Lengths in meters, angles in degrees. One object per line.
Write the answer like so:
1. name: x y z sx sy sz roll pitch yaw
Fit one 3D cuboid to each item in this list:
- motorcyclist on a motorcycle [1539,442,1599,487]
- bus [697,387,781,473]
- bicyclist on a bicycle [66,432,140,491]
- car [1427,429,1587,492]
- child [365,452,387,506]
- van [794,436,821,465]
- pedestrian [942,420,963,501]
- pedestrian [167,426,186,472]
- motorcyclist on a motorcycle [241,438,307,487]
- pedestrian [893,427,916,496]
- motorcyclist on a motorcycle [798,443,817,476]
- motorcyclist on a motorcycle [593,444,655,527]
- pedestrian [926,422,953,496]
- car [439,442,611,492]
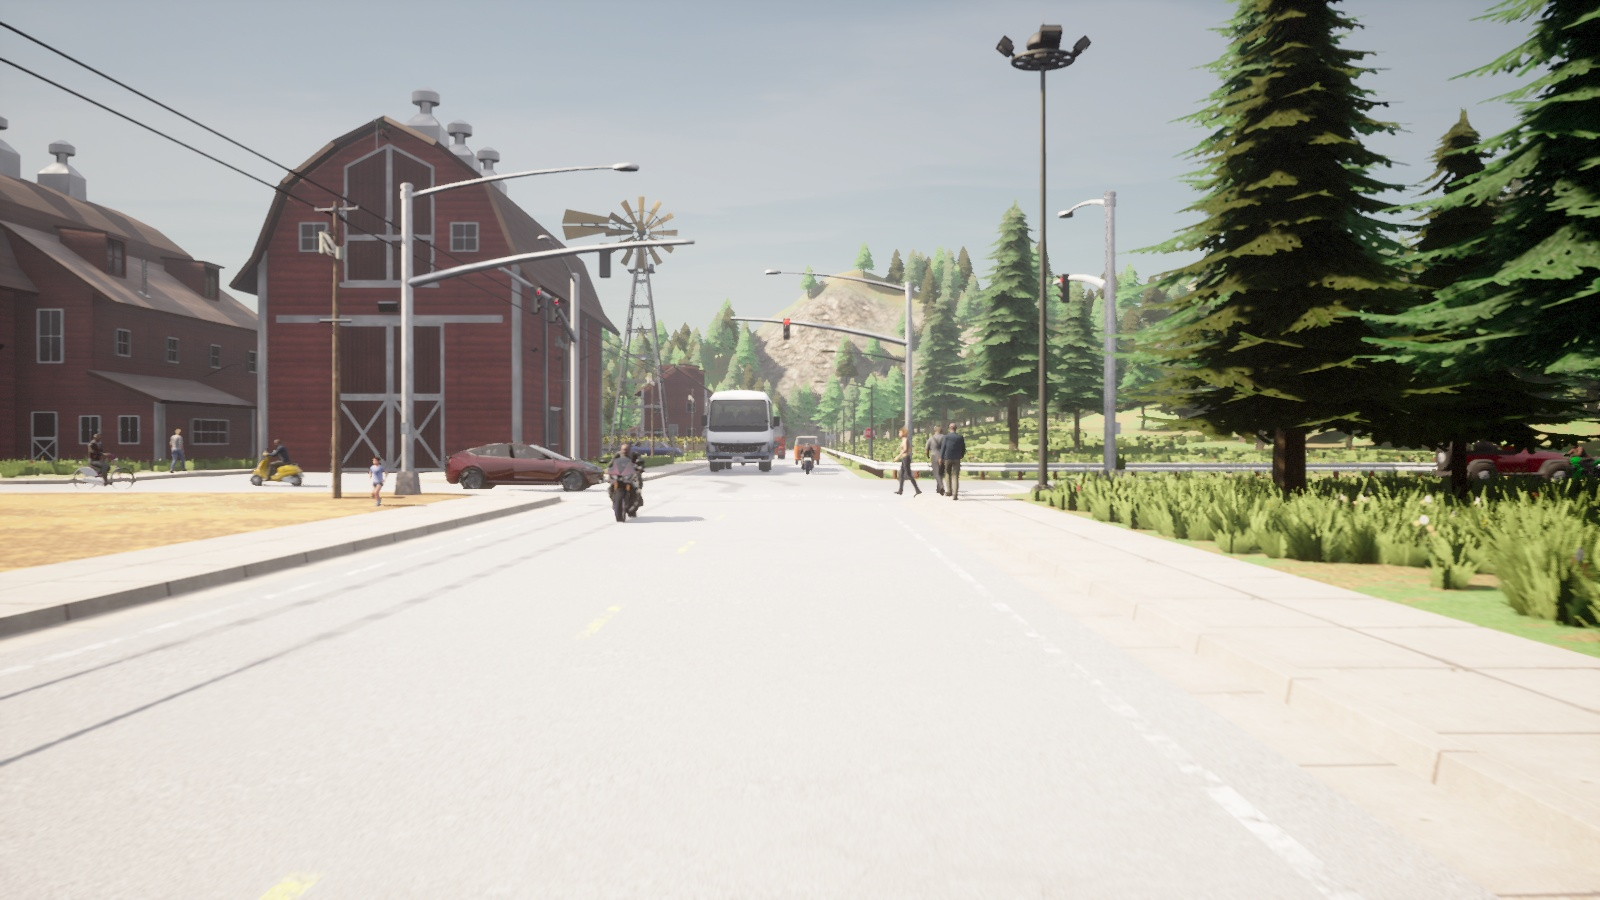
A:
1. motorcyclist on a motorcycle: 26.163 0.483 42.335 2.044 1.523 0.797 0 0 -1
2. bus: -3.100 -1.014 67.568 3.944 4.253 10.273 0 0 0
3. bicyclist on a bicycle: -21.212 0.353 38.247 1.843 1.776 0.659 -1 1 -1
4. car: 21.762 0.314 38.781 3.866 1.878 1.905 0 0 -1
5. child: -8.862 0.604 26.254 0.255 1.110 0.394 0 0 15
6. van: 0.509 0.009 86.734 1.775 1.987 4.442 0 0 0
7. pedestrian: 3.543 0.240 29.128 0.402 1.842 0.726 0 0 1
8. pedestrian: -25.114 -0.048 50.608 0.354 1.836 0.706 0 0 9
9. motorcyclist on a motorcycle: -17.494 0.408 41.793 1.817 1.590 0.866 0 1 -1
10. pedestrian: 2.800 0.308 33.551 0.594 1.836 0.345 0 0 6
11. motorcyclist on a motorcycle: 0.356 0.443 59.896 0.866 1.530 2.191 0 0 0
12. motorcyclist on a motorcycle: -3.348 0.643 24.093 0.866 1.530 2.191 0 0 0
13. pedestrian: 3.531 0.225 31.839 0.540 1.848 0.694 0 0 -6
14. car: -8.335 0.499 38.396 4.792 1.488 2.163 0 0 0
